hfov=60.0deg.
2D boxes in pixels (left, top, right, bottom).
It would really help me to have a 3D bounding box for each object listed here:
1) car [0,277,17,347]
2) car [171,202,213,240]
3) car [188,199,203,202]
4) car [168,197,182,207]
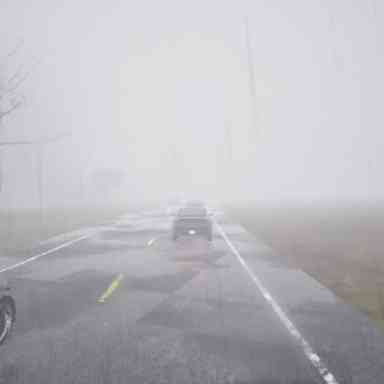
[{"bbox_3d":[-3.670,1.561,3.391,1.994,1.385,4.181,0,0,0],"label":"car"},{"bbox_3d":[0.020,1.502,16.927,1.837,1.490,4.892,0,0,0],"label":"car"},{"bbox_3d":[0.368,1.469,35.198,1.882,1.535,5.008,0,0,2],"label":"car"},{"bbox_3d":[-2.615,1.491,51.902,1.837,1.490,4.892,0,0,3],"label":"car"}]
